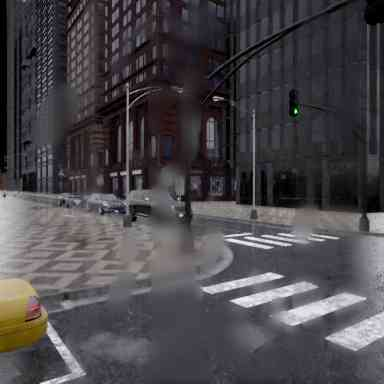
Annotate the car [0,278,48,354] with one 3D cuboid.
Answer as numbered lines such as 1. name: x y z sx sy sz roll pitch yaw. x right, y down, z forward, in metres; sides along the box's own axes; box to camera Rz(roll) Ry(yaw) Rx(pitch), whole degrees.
1. car: -4.246 1.525 3.627 4.829 1.417 1.752 0 0 -35

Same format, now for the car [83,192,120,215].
1. car: -7.129 0.872 27.684 2.097 1.767 4.553 0 1 -35

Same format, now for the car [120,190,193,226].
1. car: -2.211 0.898 20.820 2.150 2.045 5.566 0 1 -36

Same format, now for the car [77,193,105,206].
1. car: -12.373 0.848 40.485 1.994 1.385 4.181 0 1 -36

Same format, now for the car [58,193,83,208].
1. car: -13.146 0.827 36.087 2.128 1.511 4.902 0 1 -36
